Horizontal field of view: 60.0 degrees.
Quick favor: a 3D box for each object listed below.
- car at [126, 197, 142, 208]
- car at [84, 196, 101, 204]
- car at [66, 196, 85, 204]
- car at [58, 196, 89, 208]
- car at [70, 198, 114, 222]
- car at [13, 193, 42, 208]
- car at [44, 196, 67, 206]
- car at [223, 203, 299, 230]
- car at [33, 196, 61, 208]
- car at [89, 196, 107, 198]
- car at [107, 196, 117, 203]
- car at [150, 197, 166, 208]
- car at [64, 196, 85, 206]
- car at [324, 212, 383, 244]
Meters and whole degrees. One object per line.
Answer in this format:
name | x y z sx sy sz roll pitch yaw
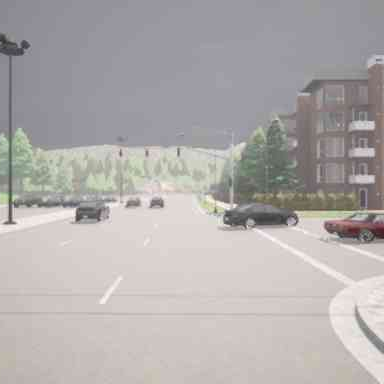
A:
car | -8.440 1.513 48.731 1.812 1.442 4.674 0 0 -1
car | -20.155 1.507 67.671 2.128 1.511 4.902 0 0 0
car | -23.655 1.508 67.829 2.128 1.511 4.902 0 0 0
car | -16.565 1.589 46.719 1.895 1.301 4.718 0 0 0
car | -7.729 1.498 26.152 1.837 1.490 4.892 0 0 -3
car | -23.567 1.210 48.173 2.150 2.045 5.566 0 0 0
car | -23.632 1.489 57.768 1.837 1.490 4.892 0 0 0
car | 4.390 1.472 21.009 5.008 1.535 1.882 0 -1 -23
car | -20.065 1.589 47.041 1.895 1.301 4.718 0 0 0
car | -16.643 1.491 57.277 1.837 1.490 4.892 0 0 0
car | -16.654 1.541 67.539 1.994 1.385 4.181 0 0 0
car | -4.914 1.493 47.753 1.837 1.490 4.892 0 0 -1
car | -20.134 1.491 57.332 1.837 1.490 4.892 0 0 0
car | 8.738 1.597 15.279 4.718 1.301 1.895 0 0 -5
